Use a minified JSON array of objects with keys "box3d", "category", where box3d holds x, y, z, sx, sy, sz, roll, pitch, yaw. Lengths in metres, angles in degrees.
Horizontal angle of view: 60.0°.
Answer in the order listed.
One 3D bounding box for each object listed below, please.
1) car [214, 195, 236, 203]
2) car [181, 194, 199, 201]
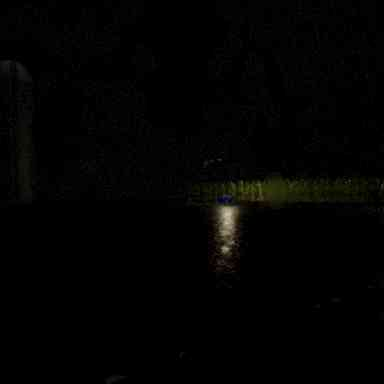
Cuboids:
[{"box3d":[6.053,1.257,61.295,1.812,1.442,4.674,-2,1,-36],"category":"car"},{"box3d":[-0.518,1.110,70.167,1.837,1.490,4.892,-2,1,-36],"category":"car"}]
